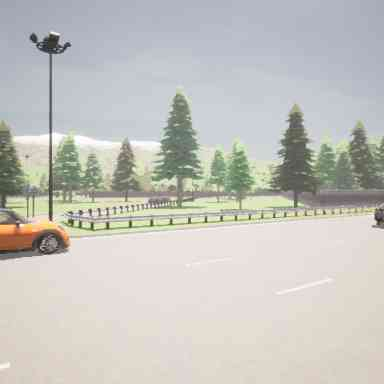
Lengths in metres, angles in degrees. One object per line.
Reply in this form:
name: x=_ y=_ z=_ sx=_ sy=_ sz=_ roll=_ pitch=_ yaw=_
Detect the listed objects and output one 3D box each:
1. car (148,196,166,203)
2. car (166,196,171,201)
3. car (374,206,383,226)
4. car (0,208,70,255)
car: x=-6.563 y=1.491 z=59.647 sx=2.128 sy=1.511 sz=4.902 roll=0 pitch=0 yaw=6
car: x=-5.586 y=1.525 z=69.768 sx=1.812 sy=1.442 sz=4.674 roll=0 pitch=0 yaw=5
car: x=14.177 y=1.490 z=22.410 sx=4.902 sy=1.511 sz=2.128 roll=0 pitch=0 yaw=-35
car: x=-6.799 y=1.351 z=11.792 sx=4.553 sy=1.767 sz=2.097 roll=0 pitch=0 yaw=-35
